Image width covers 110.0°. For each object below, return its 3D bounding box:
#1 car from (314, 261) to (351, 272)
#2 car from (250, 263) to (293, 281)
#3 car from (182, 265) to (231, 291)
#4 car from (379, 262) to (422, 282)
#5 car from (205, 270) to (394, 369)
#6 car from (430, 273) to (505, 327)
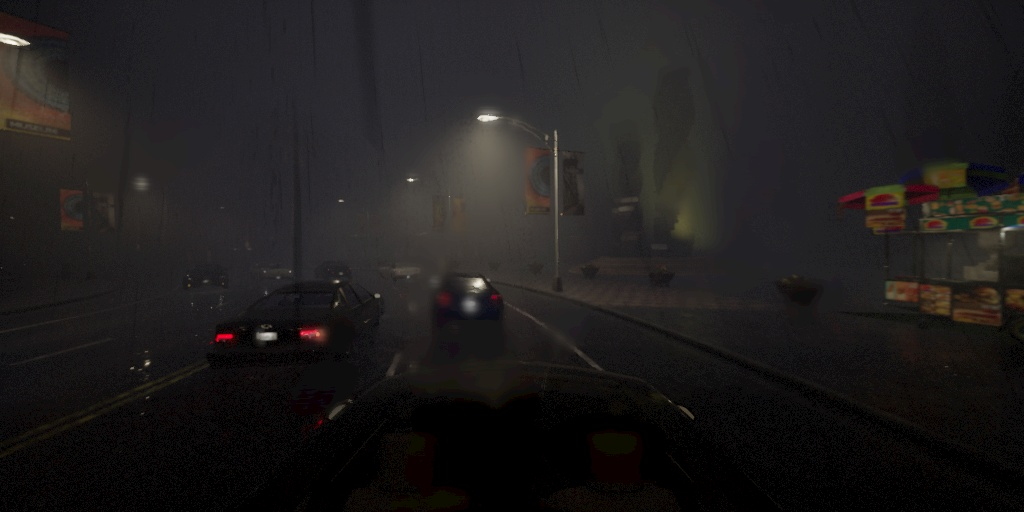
[{"bbox_3d":[-13.576,1.058,27.146,1.812,1.442,4.674,-1,1,-40],"label":"car"},{"bbox_3d":[-17.647,1.177,26.282,1.895,1.301,4.718,-1,1,-45],"label":"car"},{"bbox_3d":[-17.657,1.210,20.849,1.994,1.385,4.181,-1,1,-39],"label":"car"},{"bbox_3d":[-8.190,1.106,25.955,1.895,1.301,4.718,-1,1,-34],"label":"car"},{"bbox_3d":[-4.178,1.251,7.957,2.033,1.411,5.357,-1,1,-10],"label":"car"},{"bbox_3d":[-1.513,1.205,11.198,1.994,1.385,4.181,-1,1,-13],"label":"car"}]
